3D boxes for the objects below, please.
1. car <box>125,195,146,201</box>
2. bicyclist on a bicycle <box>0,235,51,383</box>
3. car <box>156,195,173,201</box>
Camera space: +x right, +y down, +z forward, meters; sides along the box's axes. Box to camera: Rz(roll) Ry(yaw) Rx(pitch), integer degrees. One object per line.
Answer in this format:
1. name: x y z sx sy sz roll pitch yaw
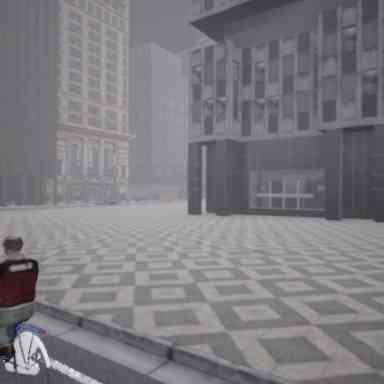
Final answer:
1. car: -11.441 1.386 67.525 1.837 1.490 4.892 0 1 35
2. bicyclist on a bicycle: -2.201 1.379 3.910 1.843 1.776 0.659 1 0 36
3. car: -5.876 1.400 70.179 2.097 1.767 4.553 0 1 35
